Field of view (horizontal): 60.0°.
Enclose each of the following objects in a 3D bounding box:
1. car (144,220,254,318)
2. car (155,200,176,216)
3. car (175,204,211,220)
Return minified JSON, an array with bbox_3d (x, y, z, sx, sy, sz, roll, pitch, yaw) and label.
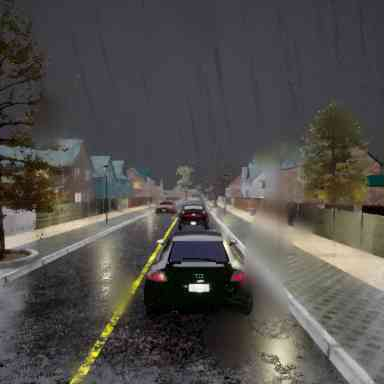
[{"bbox_3d":[0.117,1.563,7.537,1.994,1.385,4.181,0,0,0],"label":"car"},{"bbox_3d":[-2.632,1.541,34.044,1.882,1.535,5.008,0,0,1],"label":"car"},{"bbox_3d":[0.108,1.522,21.214,1.837,1.490,4.892,0,0,1],"label":"car"}]
